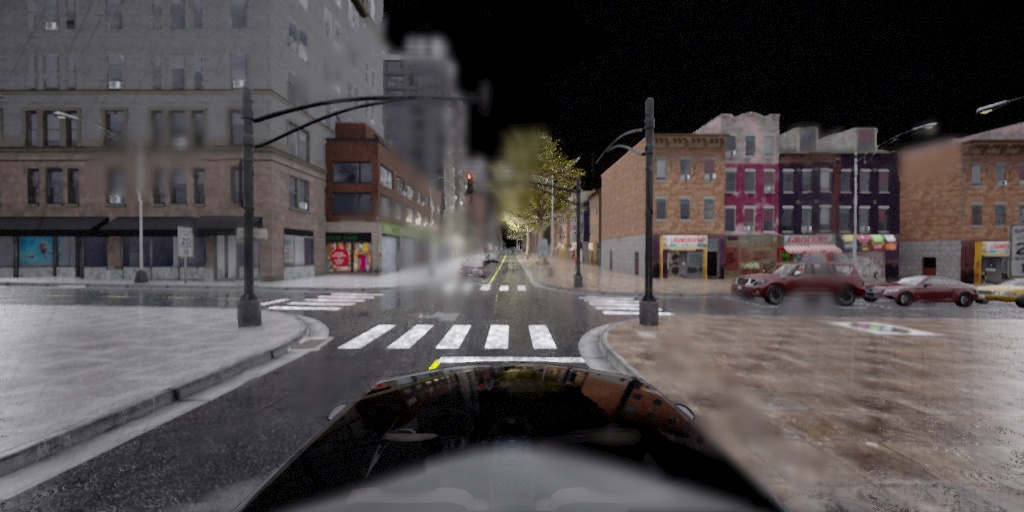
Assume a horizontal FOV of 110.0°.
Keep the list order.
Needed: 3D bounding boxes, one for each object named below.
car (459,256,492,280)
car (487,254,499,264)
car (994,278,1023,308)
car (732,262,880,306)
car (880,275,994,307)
[{"bbox_3d":[-2.812,1.030,27.494,1.812,1.442,4.674,0,2,0],"label":"car"},{"bbox_3d":[-2.879,0.437,52.496,1.882,1.535,5.008,0,3,0],"label":"car"},{"bbox_3d":[23.300,1.526,16.001,4.829,1.417,1.751,0,0,0],"label":"car"},{"bbox_3d":[12.666,1.162,15.956,5.009,1.841,2.192,0,0,0],"label":"car"},{"bbox_3d":[18.068,1.506,15.979,4.207,1.307,1.802,0,0,0],"label":"car"}]
